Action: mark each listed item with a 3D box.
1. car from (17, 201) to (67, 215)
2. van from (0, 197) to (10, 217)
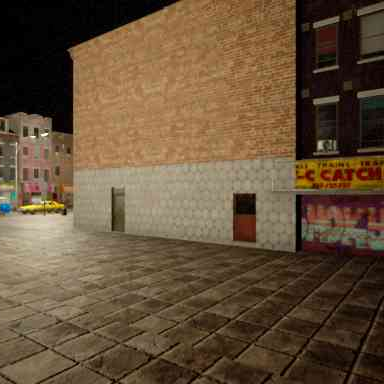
[{"bbox_3d":[-15.328,1.535,34.178,1.752,1.417,4.829,0,0,36],"label":"car"},{"bbox_3d":[-18.508,1.355,29.762,1.690,1.788,3.998,0,0,36],"label":"van"}]
